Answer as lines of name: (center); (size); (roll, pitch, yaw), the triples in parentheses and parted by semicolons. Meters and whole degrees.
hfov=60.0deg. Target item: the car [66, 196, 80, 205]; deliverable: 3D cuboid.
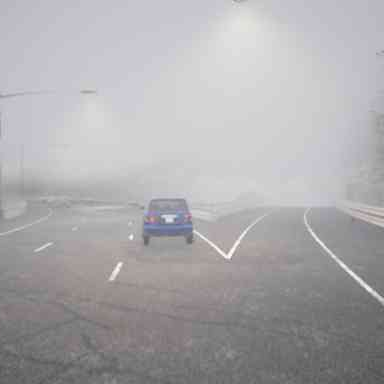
car: (-23.546, 1.514, 62.942); (2.097, 1.767, 4.553); (-1, 0, -37)

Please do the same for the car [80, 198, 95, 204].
car: (-20.790, 1.724, 65.090); (1.895, 1.301, 4.718); (-1, 0, -37)

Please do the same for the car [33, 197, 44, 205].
car: (-28.224, 1.681, 63.456); (1.882, 1.535, 5.008); (-1, 0, -37)

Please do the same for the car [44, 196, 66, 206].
car: (-22.918, 1.670, 55.671); (1.837, 1.490, 4.892); (-1, 0, -32)

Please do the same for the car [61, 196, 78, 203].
car: (-26.989, 1.540, 73.152); (1.812, 1.442, 4.674); (-1, 0, -42)

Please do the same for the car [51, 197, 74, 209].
car: (-18.636, 1.731, 47.747); (1.895, 1.301, 4.718); (-1, 0, -27)

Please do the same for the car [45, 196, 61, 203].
car: (-29.677, 1.566, 70.910); (1.812, 1.442, 4.674); (-1, 0, -42)

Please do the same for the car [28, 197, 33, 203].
car: (-32.364, 1.621, 68.668); (1.994, 1.385, 4.181); (-1, 0, -42)

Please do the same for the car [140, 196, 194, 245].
car: (-1.262, 1.220, 15.865); (2.150, 2.045, 5.566); (0, 0, -8)
